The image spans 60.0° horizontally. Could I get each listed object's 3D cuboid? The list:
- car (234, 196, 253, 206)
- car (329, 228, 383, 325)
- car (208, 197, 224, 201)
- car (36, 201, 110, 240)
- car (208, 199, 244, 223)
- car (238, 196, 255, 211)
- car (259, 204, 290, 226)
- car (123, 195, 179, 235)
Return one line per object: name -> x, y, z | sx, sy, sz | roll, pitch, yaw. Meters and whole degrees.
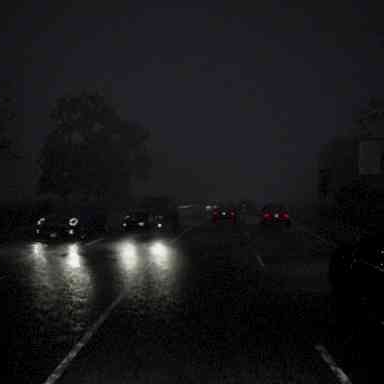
car -> 9.199, 1.542, 59.194 | 2.128, 1.511, 4.902 | 0, 0, 24
car -> 3.772, 1.232, 4.375 | 2.150, 2.045, 5.566 | 0, 0, 2
car -> 4.197, 1.505, 56.315 | 1.882, 1.535, 5.008 | 0, 0, 23
car -> -5.906, 1.343, 17.005 | 2.097, 1.767, 4.553 | 0, 0, 7
car -> 2.702, 1.567, 25.929 | 2.033, 1.411, 5.357 | 0, 0, 10
car -> 6.853, 1.604, 42.346 | 1.994, 1.385, 4.181 | 0, 0, 17
car -> 5.854, 1.576, 23.814 | 2.033, 1.411, 5.357 | 0, 0, 10
car -> -2.142, 1.224, 19.197 | 2.150, 2.045, 5.566 | 0, 0, 8
